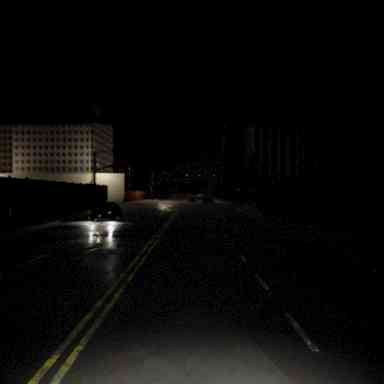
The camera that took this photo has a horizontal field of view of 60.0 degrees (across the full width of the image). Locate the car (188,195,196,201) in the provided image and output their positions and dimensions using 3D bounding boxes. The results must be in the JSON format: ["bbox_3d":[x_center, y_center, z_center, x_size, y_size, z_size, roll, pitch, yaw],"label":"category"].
[{"bbox_3d":[-0.022,1.592,84.362,1.994,1.385,4.181,0,0,0],"label":"car"}]

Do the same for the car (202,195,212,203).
[{"bbox_3d":[3.481,1.546,73.882,1.882,1.535,5.008,0,0,0],"label":"car"}]

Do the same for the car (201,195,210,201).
[{"bbox_3d":[3.478,1.564,84.363,2.128,1.511,4.902,0,0,0],"label":"car"}]

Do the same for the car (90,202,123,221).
[{"bbox_3d":[-7.021,1.552,27.680,1.812,1.442,4.674,0,0,0],"label":"car"}]

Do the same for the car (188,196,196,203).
[{"bbox_3d":[-0.019,1.665,74.328,1.895,1.301,4.718,0,0,0],"label":"car"}]
